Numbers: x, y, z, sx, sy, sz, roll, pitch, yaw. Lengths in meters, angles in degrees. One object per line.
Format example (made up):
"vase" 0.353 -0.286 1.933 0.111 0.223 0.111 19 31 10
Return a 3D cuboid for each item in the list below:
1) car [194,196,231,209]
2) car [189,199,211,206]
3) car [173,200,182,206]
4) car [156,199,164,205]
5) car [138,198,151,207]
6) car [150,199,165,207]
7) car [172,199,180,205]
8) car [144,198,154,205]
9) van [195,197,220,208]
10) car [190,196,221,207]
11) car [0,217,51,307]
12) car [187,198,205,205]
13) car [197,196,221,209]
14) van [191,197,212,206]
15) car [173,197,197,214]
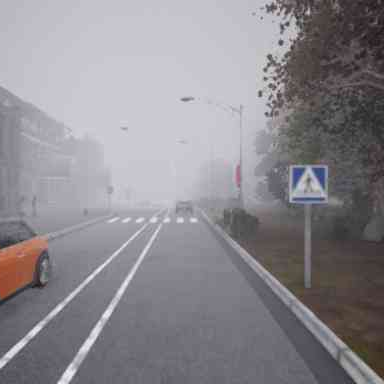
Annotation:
"car" 3.385 1.674 54.301 5.566 2.045 2.435 1 -1 -24
"car" 1.905 2.521 77.955 4.792 1.488 2.163 1 -2 -24
"car" -3.680 2.619 81.792 2.033 1.411 5.357 0 -1 -4
"car" -7.962 2.571 83.631 1.812 1.442 4.674 0 -1 -4
"car" -9.707 2.313 67.235 1.994 1.385 4.181 0 -1 -3
"car" -6.913 2.287 67.428 1.812 1.442 4.674 0 -1 -3
"car" -4.427 2.739 92.258 2.128 1.511 4.902 0 -1 -5
"car" -10.757 2.398 83.467 2.097 1.767 4.553 0 -1 -4
"van" 2.939 1.925 63.228 4.442 1.987 1.878 1 -2 -24
"car" 2.674 1.970 66.143 5.566 2.045 2.435 1 -2 -24
"car" -4.391 1.340 6.091 2.097 1.767 4.553 0 0 -2
"car" 1.051 2.610 89.782 4.553 1.767 2.185 1 -2 -24
"car" 3.620 1.600 51.383 5.566 2.045 2.435 1 -2 -24
"van" 2.176 2.203 75.044 4.442 1.987 1.878 1 -2 -24
"car" -0.851 1.502 36.061 2.128 1.511 4.902 0 -1 -2
